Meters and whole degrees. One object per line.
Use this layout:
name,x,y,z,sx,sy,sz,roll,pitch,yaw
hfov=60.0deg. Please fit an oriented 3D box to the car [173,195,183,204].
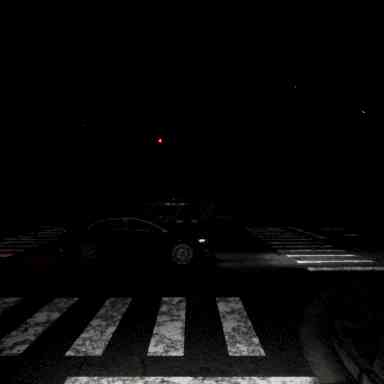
car,-2.896,1.499,69.348,2.097,1.767,4.553,0,0,0

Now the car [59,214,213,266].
car,-1.783,1.497,11.000,4.902,1.511,2.128,0,0,0
